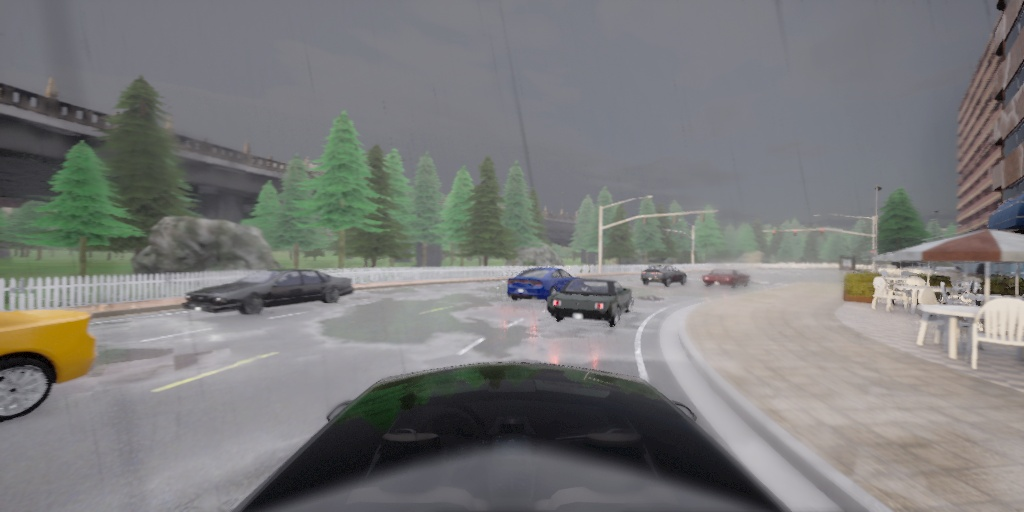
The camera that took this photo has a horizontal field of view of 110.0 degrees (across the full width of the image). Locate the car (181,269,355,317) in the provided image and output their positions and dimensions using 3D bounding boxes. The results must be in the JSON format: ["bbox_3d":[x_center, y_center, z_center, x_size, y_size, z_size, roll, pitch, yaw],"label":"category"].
[{"bbox_3d":[-8.251,1.169,12.958,2.033,1.411,5.357,1,0,20],"label":"car"}]

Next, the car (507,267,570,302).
[{"bbox_3d":[1.700,1.256,16.516,1.882,1.535,5.008,0,0,33],"label":"car"}]

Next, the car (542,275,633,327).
[{"bbox_3d":[2.810,1.396,11.961,1.895,1.301,4.718,1,0,26],"label":"car"}]

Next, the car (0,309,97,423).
[{"bbox_3d":[-6.819,1.121,2.807,1.882,1.535,5.008,1,0,5],"label":"car"}]

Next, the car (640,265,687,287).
[{"bbox_3d":[11.351,1.420,26.654,4.902,1.511,2.128,1,0,-44],"label":"car"}]

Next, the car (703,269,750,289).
[{"bbox_3d":[15.581,1.597,25.891,4.718,1.301,1.895,1,0,-43],"label":"car"}]
